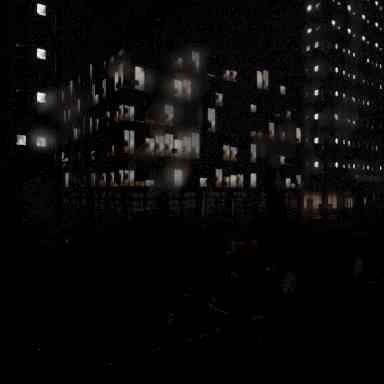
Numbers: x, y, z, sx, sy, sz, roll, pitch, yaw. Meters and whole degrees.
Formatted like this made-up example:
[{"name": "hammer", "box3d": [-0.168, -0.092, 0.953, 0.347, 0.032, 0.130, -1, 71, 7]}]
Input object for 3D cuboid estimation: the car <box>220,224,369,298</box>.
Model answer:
[{"name": "car", "box3d": [2.741, 1.545, 8.504, 4.507, 1.381, 1.887, 0, 0, -35]}]
